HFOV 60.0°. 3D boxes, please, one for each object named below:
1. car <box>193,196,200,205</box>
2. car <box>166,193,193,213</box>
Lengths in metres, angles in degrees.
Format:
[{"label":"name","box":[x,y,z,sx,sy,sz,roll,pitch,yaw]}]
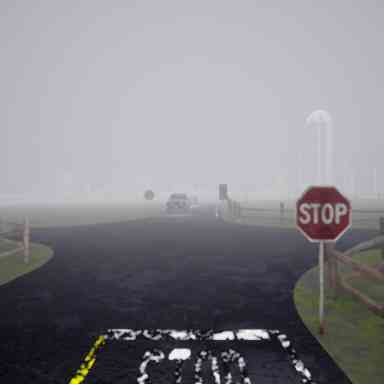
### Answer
[{"label":"car","box":[0.359,1.392,56.308,2.128,1.511,4.902,0,0,7]},{"label":"car","box":[-1.463,1.161,37.122,2.150,2.045,5.566,0,0,4]}]
